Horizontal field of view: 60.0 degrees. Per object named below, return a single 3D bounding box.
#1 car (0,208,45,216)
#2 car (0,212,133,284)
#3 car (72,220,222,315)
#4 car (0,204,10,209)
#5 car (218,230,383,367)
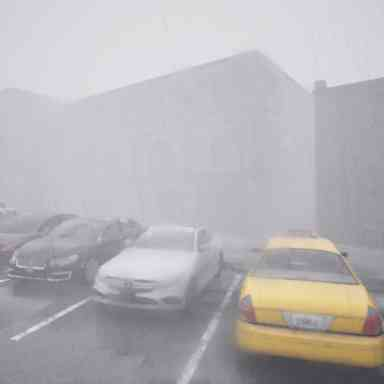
[{"bbox_3d":[-5.234,1.442,11.137,2.163,1.488,4.792,1,0,15],"label":"car"},{"bbox_3d":[-2.828,1.434,9.472,2.231,1.521,4.892,1,0,15],"label":"car"},{"bbox_3d":[-0.445,1.493,7.767,2.002,1.452,4.674,1,0,15],"label":"car"},{"bbox_3d":[-7.615,1.395,12.873,2.231,1.521,4.892,1,0,15],"label":"car"},{"bbox_3d":[1.988,1.471,6.244,1.946,1.575,5.366,0,0,15],"label":"car"}]
